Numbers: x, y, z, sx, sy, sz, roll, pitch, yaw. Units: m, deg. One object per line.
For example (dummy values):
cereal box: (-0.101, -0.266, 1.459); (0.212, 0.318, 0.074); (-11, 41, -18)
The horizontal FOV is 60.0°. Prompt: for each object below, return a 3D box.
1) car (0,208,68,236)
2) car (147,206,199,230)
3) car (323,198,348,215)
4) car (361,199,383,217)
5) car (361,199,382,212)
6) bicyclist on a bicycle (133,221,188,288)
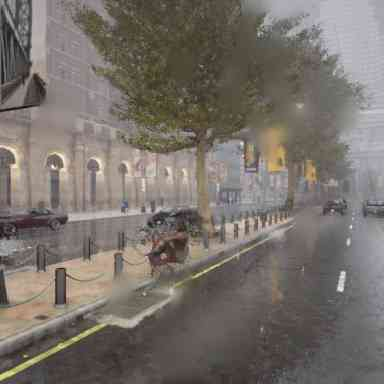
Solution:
car: (-9.456, 1.595, 18.837); (1.895, 1.301, 4.718); (0, 0, 26)
car: (-1.003, 1.564, 20.802); (1.994, 1.385, 4.181); (0, 0, 27)
car: (14.370, 1.505, 33.549); (1.837, 1.490, 4.892); (0, 0, 27)
car: (16.964, 1.492, 30.923); (2.128, 1.511, 4.902); (0, 0, 27)
car: (21.298, 1.547, 39.649); (2.033, 1.411, 5.357); (0, 0, 27)
bicyclist on a bicycle: (-0.629, 1.356, 7.873); (1.620, 1.656, 0.582); (-42, -20, 25)
